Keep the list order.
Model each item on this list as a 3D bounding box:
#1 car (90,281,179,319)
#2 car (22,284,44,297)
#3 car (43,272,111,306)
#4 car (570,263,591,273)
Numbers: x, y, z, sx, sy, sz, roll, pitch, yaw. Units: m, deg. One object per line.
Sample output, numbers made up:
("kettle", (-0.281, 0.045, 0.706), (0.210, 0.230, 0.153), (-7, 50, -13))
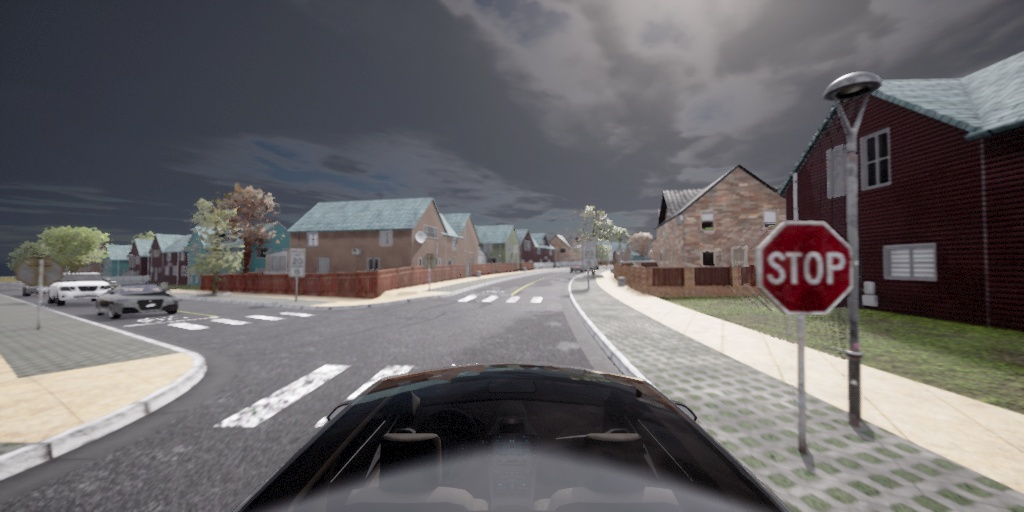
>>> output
("car", (-16.752, 1.942, 16.022), (4.181, 1.385, 1.994), (-2, -3, 32))
("car", (-43.484, 2.938, 33.111), (4.902, 1.511, 2.128), (-2, -3, 33))
("car", (-27.816, 2.040, 23.070), (5.566, 2.045, 2.150), (-2, -3, 32))
("car", (10.202, 1.791, 55.014), (2.128, 1.511, 4.902), (-1, -1, 22))
